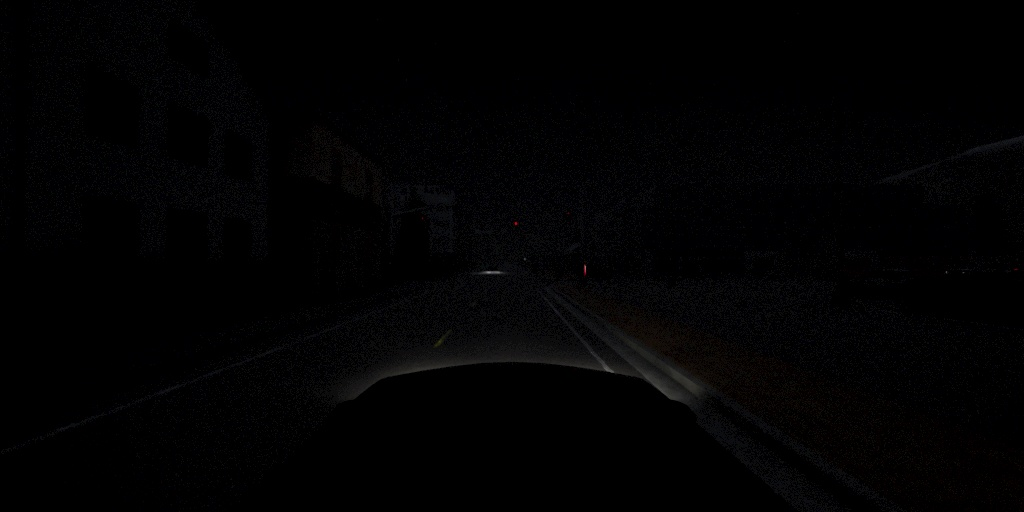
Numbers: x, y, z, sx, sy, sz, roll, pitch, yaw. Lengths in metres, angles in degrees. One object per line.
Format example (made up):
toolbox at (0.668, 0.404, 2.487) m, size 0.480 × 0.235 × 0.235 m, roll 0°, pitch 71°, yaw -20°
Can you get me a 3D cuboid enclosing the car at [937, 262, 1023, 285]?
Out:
car at (47.590, 1.627, 36.476) m, size 5.566 × 2.045 × 2.150 m, roll 0°, pitch -1°, yaw 0°
